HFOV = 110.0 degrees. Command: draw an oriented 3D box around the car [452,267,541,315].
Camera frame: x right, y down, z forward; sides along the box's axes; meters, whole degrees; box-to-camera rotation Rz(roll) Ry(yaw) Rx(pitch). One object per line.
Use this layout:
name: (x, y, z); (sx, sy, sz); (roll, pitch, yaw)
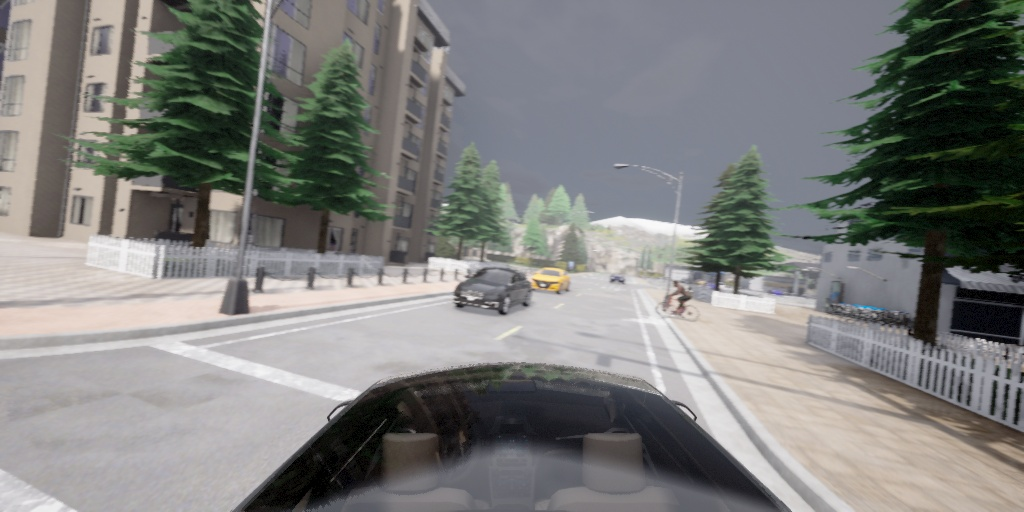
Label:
car: (-0.545, 1.204, 13.718); (1.837, 1.490, 4.892); (7, 0, 18)

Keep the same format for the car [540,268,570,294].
car: (2.640, 1.555, 23.712); (1.882, 1.535, 5.008); (7, 0, 18)

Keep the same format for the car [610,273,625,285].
car: (14.174, 3.027, 48.048); (1.895, 1.301, 4.718); (7, 0, 18)

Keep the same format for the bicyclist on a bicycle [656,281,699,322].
bicyclist on a bicycle: (6.878, 1.855, 14.839); (1.656, 1.620, 0.582); (6, 0, 18)
